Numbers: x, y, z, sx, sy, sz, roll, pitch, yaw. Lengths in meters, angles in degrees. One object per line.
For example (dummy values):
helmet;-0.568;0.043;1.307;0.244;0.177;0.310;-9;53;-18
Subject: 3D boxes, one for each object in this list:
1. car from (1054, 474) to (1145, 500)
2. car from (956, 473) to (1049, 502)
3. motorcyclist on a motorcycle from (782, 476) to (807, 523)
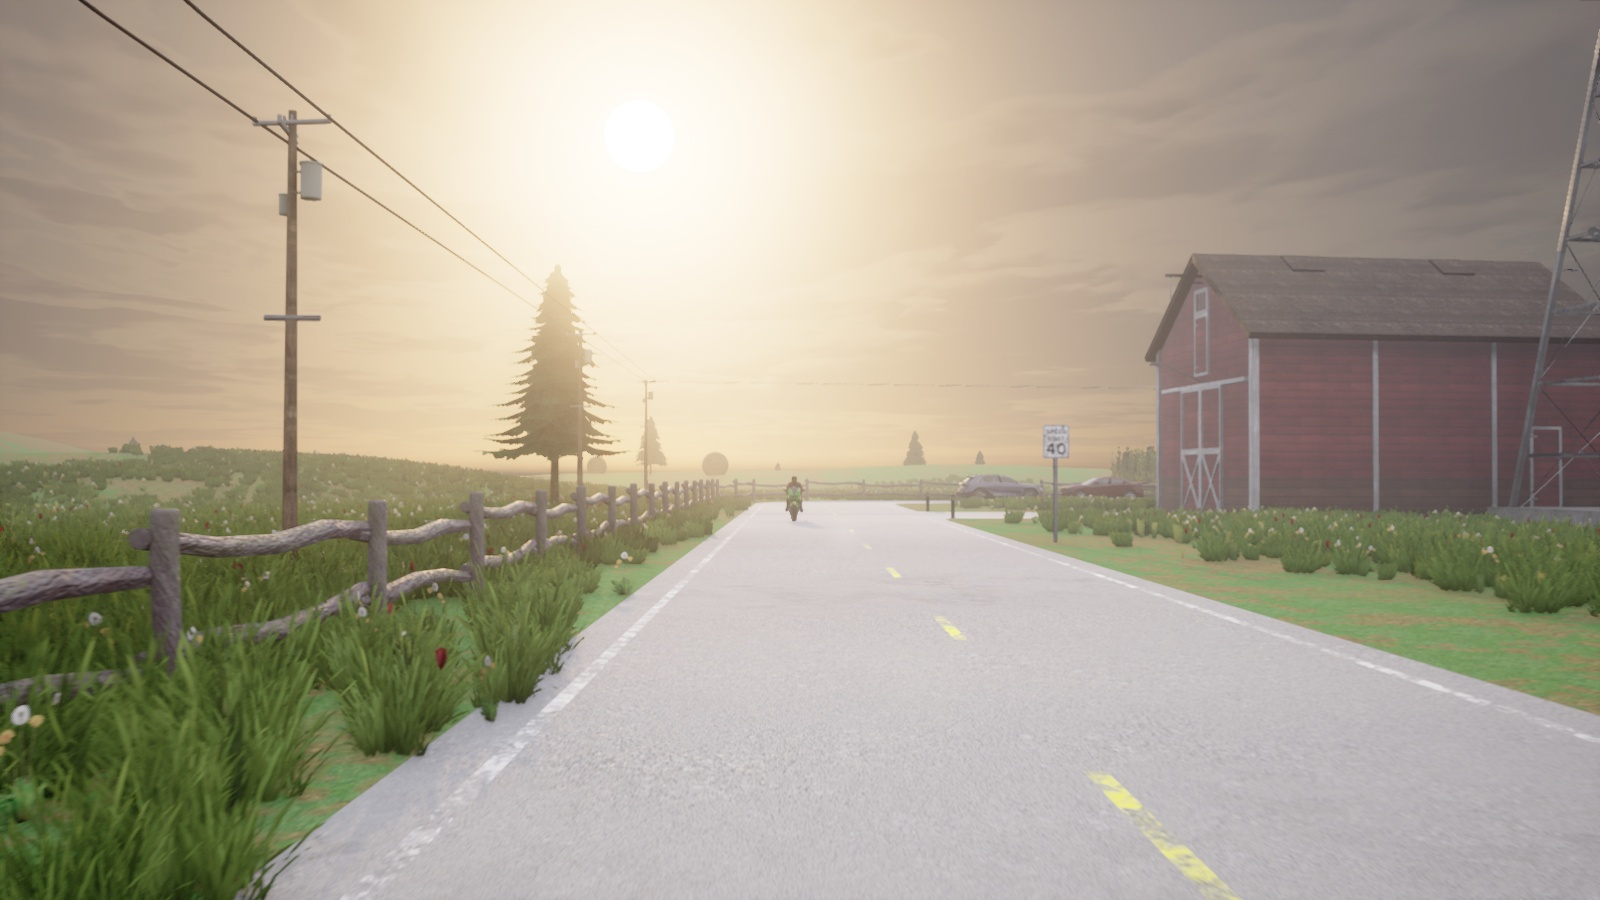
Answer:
car;18.005;2.238;75.588;5.008;1.535;1.882;0;-1;-6
car;11.553;2.142;71.830;4.856;1.649;2.033;0;-1;-6
motorcyclist on a motorcycle;-0.182;1.642;41.892;0.797;1.523;2.044;0;-1;0
